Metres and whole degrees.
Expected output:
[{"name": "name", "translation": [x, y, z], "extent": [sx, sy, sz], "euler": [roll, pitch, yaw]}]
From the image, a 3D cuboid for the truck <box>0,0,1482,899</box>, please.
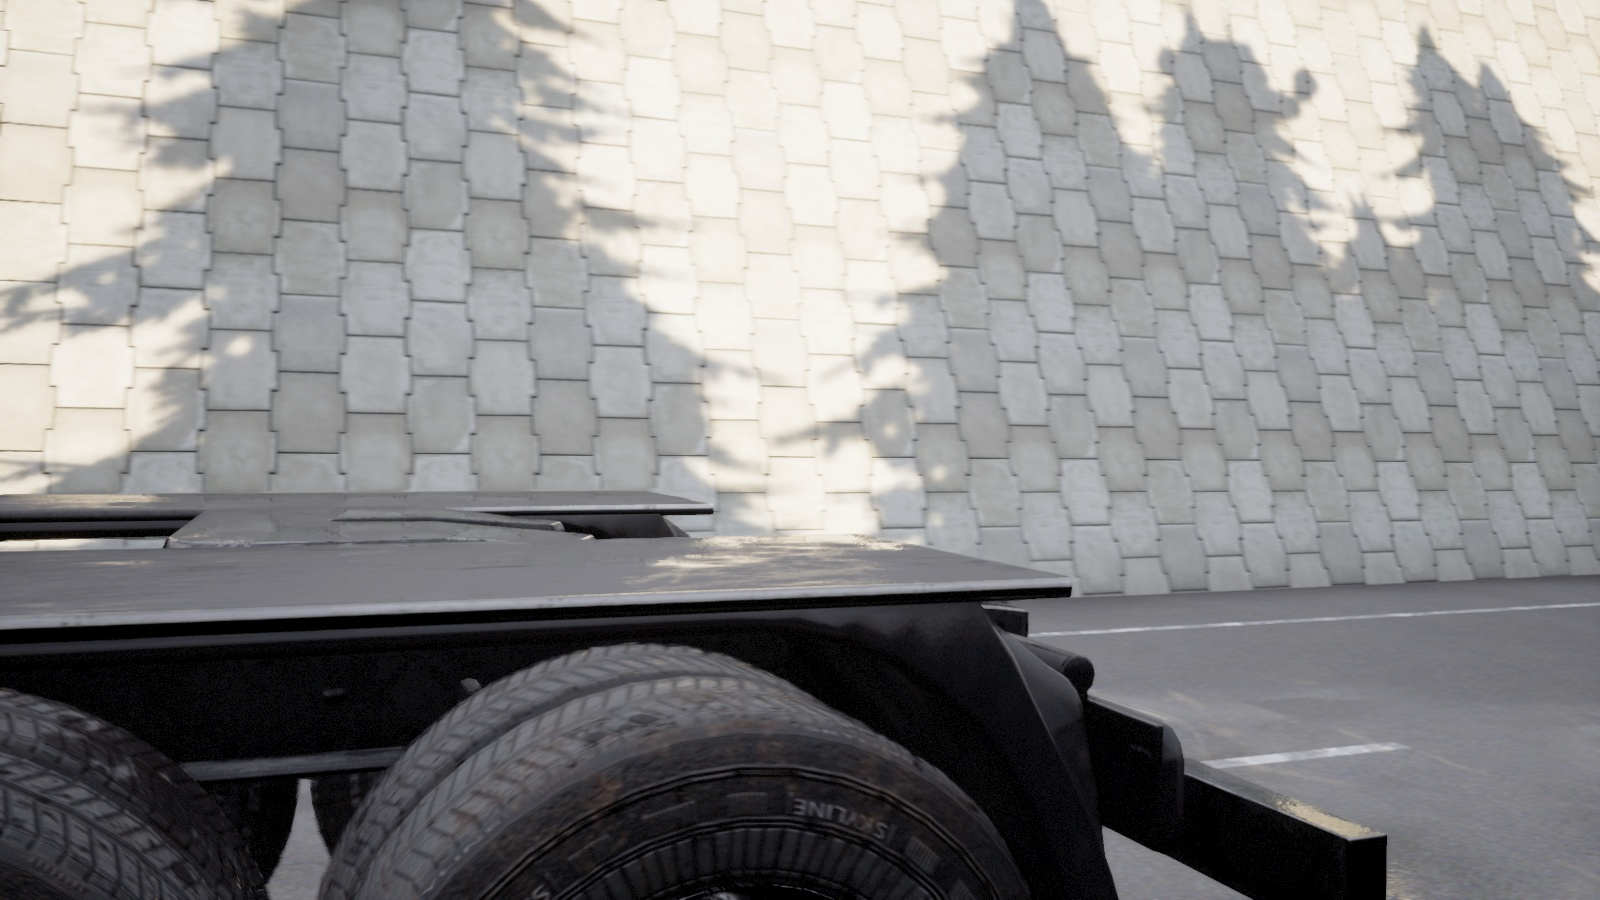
[{"name": "truck", "translation": [-3.075, -0.184, 2.060], "extent": [7.936, 3.462, 2.891], "euler": [-1, 1, -21]}]
